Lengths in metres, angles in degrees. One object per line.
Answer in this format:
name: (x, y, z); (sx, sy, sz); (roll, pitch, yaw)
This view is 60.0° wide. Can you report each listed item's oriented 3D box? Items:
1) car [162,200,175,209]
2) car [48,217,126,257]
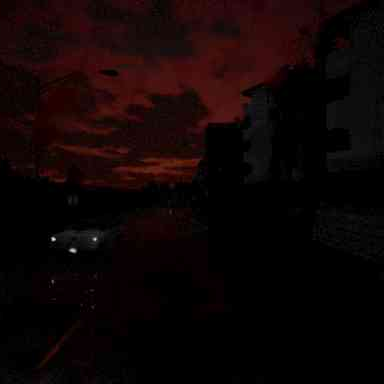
car: (-4.050, 2.105, 57.413); (2.128, 1.511, 4.902); (0, -1, 0)
car: (-4.102, 1.749, 13.717); (1.895, 1.301, 4.718); (0, -1, 0)
